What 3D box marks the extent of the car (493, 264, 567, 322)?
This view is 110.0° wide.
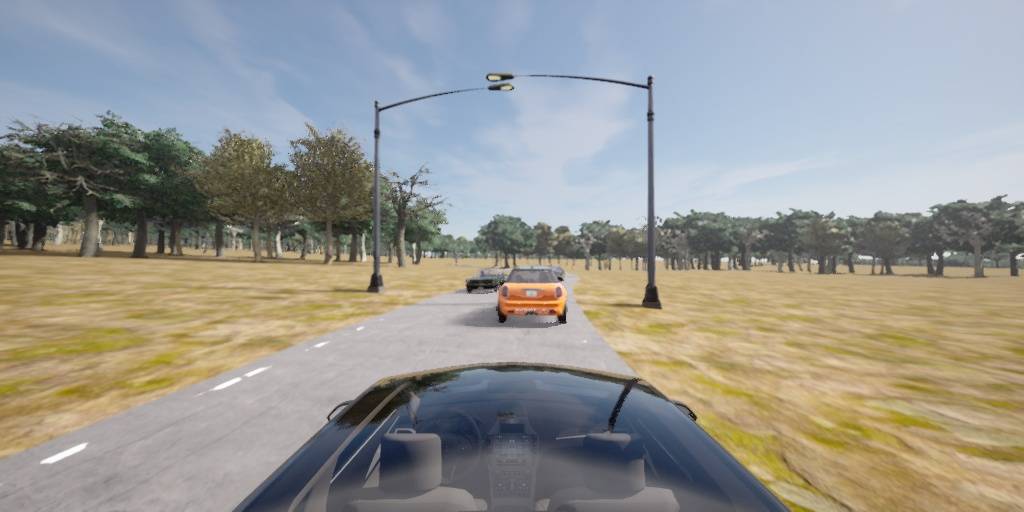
[{"bbox_3d":[0.751,1.133,12.553,2.097,1.767,4.553,0,-1,5],"label":"car"}]

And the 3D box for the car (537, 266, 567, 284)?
[{"bbox_3d":[3.528,1.566,30.759,2.033,1.411,5.357,0,-1,13],"label":"car"}]

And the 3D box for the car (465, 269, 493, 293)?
[{"bbox_3d":[-1.404,1.476,21.846,1.895,1.301,4.718,0,-1,9],"label":"car"}]

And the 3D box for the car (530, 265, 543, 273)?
[{"bbox_3d":[4.256,2.253,62.814,1.994,1.385,4.181,0,-1,0],"label":"car"}]
